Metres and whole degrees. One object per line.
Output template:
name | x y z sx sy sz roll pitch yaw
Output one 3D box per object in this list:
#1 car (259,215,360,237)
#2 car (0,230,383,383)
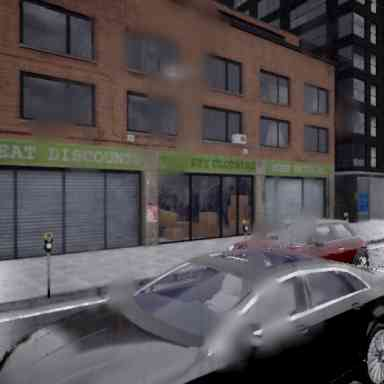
car | 2.644 1.437 8.421 4.097 1.590 1.967 0 0 -36
car | 0.521 1.490 3.749 4.902 1.511 2.128 0 0 -36
